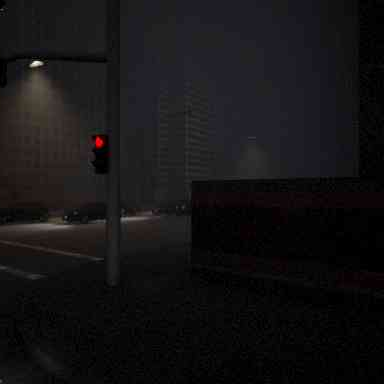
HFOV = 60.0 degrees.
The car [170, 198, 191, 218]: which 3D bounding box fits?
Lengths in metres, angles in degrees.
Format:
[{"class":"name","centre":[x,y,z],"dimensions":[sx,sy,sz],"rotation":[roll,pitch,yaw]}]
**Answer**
[{"class":"car","centre":[0.527,1.352,29.708],"dimensions":[2.097,1.767,4.553],"rotation":[0,0,36]}]

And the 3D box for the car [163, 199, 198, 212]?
[{"class":"car","centre":[-1.301,1.564,39.451],"dimensions":[1.994,1.385,4.181],"rotation":[0,0,36]}]

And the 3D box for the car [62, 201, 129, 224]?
[{"class":"car","centre":[-7.377,1.505,25.101],"dimensions":[1.837,1.490,4.892],"rotation":[0,0,36]}]

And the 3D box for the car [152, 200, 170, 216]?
[{"class":"car","centre":[-1.877,1.491,32.698],"dimensions":[2.128,1.511,4.902],"rotation":[0,0,36]}]

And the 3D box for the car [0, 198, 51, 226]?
[{"class":"car","centre":[-12.638,1.352,23.772],"dimensions":[2.097,1.767,4.553],"rotation":[0,0,36]}]

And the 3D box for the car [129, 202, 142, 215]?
[{"class":"car","centre":[-7.099,1.547,31.458],"dimensions":[2.033,1.411,5.357],"rotation":[0,0,36]}]
